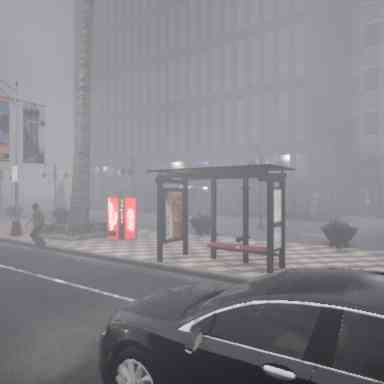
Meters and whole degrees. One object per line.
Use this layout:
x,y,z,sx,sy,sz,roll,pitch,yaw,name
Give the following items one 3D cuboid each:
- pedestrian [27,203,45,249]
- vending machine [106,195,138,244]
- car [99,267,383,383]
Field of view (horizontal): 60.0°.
-6.052,1.290,12.955,0.375,1.860,0.375,0,0,35,pedestrian
-3.186,1.194,15.179,0.880,2.100,1.100,0,0,35,vending machine
1.174,1.506,3.065,4.892,1.490,1.837,0,0,36,car
